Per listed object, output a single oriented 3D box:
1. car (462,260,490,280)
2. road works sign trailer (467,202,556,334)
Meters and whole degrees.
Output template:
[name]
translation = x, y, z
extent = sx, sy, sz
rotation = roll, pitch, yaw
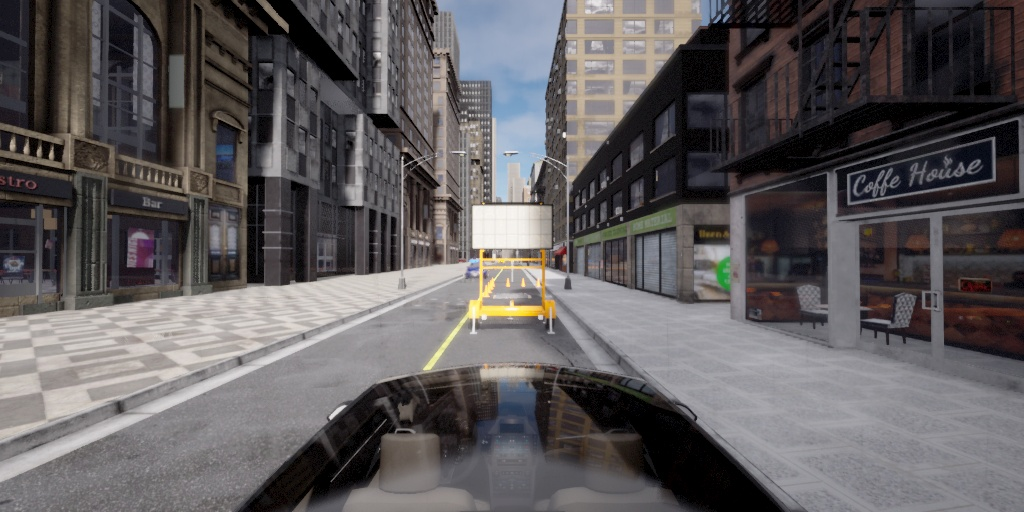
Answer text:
[car]
translation = -3.072, 1.298, 32.258
extent = 1.812, 1.442, 4.674
rotation = 0, 0, 0
[road works sign trailer]
translation = 0.011, 0.216, 10.613
extent = 2.380, 3.560, 2.880
rotation = 0, 0, 0
